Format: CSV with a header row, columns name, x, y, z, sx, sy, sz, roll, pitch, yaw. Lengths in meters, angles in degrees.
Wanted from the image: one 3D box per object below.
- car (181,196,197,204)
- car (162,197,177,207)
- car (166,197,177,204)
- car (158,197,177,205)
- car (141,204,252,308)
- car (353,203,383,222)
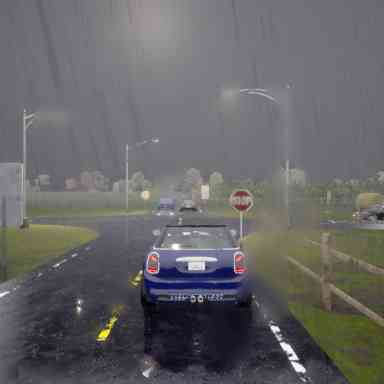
name,x,y,z,sx,sy,sz,roll,pitch,yaw
car,-0.391,1.546,39.274,1.994,1.385,4.181,0,0,1
car,-3.500,1.516,52.498,2.033,1.411,5.357,0,0,-1
car,-3.744,1.558,62.608,1.895,1.301,4.718,0,0,-1
car,-3.280,1.457,42.540,1.882,1.535,5.008,0,0,-1
car,0.074,1.351,8.090,2.097,1.767,4.553,0,0,0
car,14.426,1.488,24.281,4.902,1.511,2.128,0,0,8
